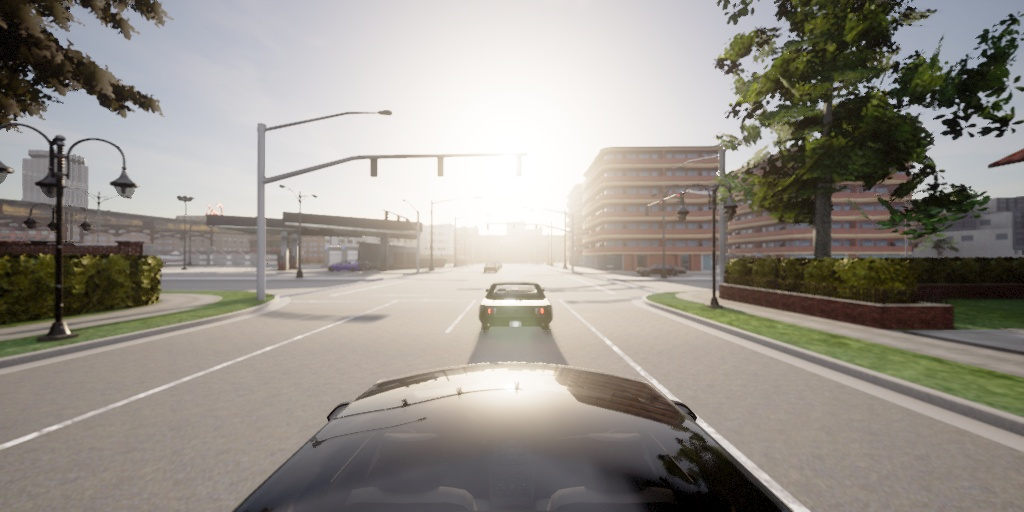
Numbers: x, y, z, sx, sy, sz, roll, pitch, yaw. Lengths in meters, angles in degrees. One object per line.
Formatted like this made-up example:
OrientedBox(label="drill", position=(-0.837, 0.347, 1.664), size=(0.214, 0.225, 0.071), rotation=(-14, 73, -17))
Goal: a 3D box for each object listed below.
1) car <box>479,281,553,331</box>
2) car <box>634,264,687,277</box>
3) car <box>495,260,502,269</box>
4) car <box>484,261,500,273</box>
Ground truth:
OrientedBox(label="car", position=(0.102, 1.418, 11.159), size=(1.895, 1.301, 4.718), rotation=(0, 0, 0))
OrientedBox(label="car", position=(16.640, 1.571, 40.227), size=(5.357, 1.411, 2.033), rotation=(0, 0, 1))
OrientedBox(label="car", position=(-3.145, 1.740, 61.657), size=(1.994, 1.385, 4.181), rotation=(0, 0, 0))
OrientedBox(label="car", position=(-3.053, 1.706, 51.742), size=(1.895, 1.301, 4.718), rotation=(0, 0, -1))
